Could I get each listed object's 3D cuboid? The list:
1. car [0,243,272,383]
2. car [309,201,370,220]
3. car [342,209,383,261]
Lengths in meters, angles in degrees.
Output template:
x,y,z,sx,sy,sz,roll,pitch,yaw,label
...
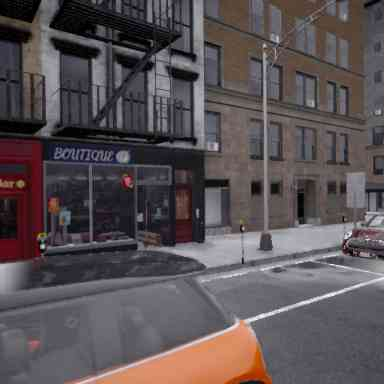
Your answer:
x,y,z,sx,sy,sz,roll,pitch,yaw,label
-1.587,1.353,2.247,4.553,1.767,2.097,0,0,-36,car
13.905,1.664,31.685,1.882,1.535,5.008,-1,0,-37,car
7.023,1.442,11.576,4.097,1.590,1.967,0,-1,-36,car
